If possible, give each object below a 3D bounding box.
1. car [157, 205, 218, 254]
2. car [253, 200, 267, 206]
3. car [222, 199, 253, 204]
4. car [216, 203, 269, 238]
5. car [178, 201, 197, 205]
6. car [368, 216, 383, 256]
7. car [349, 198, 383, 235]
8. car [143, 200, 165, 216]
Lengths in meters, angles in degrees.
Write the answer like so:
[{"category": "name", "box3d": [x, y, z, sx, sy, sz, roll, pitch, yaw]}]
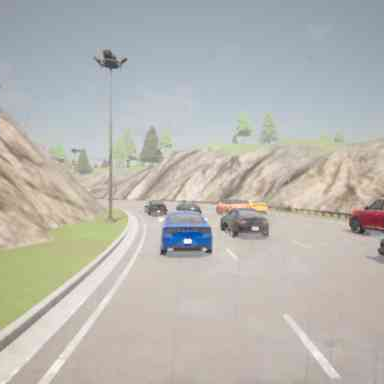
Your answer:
[{"category": "car", "box3d": [-0.338, 1.515, 13.706, 1.882, 1.535, 5.008, 0, 0, -5]}, {"category": "car", "box3d": [6.529, 1.577, 36.673, 1.882, 1.535, 5.008, 0, 0, -14]}, {"category": "car", "box3d": [3.844, 1.440, 32.666, 2.097, 1.767, 4.553, 0, 0, -12]}, {"category": "car", "box3d": [2.763, 1.575, 18.099, 1.812, 1.442, 4.674, 0, 0, -6]}, {"category": "car", "box3d": [-0.489, 1.661, 35.586, 1.994, 1.385, 4.181, 0, 0, -15]}, {"category": "car", "box3d": [6.991, 1.570, 8.313, 2.033, 1.411, 5.357, 0, 0, -2]}, {"category": "car", "box3d": [10.023, 1.267, 16.194, 2.150, 2.045, 5.566, 0, 0, -5]}, {"category": "car", "box3d": [-3.856, 1.600, 34.584, 1.837, 1.490, 4.892, 1, 0, -15]}]
